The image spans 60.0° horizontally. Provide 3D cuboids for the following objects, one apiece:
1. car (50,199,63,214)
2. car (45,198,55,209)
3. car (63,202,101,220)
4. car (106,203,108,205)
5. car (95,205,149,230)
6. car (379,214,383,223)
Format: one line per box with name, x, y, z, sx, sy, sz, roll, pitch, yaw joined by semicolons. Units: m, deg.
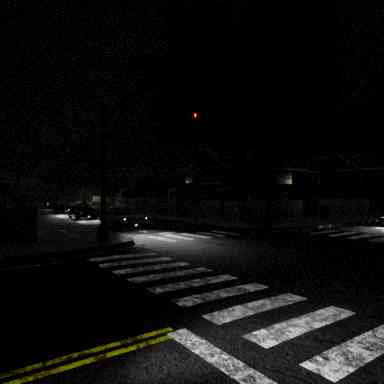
car;-15.590;1.912;40.277;1.895;1.301;4.718;0;0;-28
car;-22.517;1.836;53.782;2.097;1.767;4.553;0;0;-25
car;-10.379;1.788;31.350;2.033;1.411;5.357;0;0;-31
car;-10.433;1.794;37.223;1.812;1.442;4.674;0;0;-31
car;-4.704;1.769;22.591;1.895;1.301;4.718;0;0;-34
car;14.570;1.511;22.078;5.357;1.411;2.033;0;0;-36
